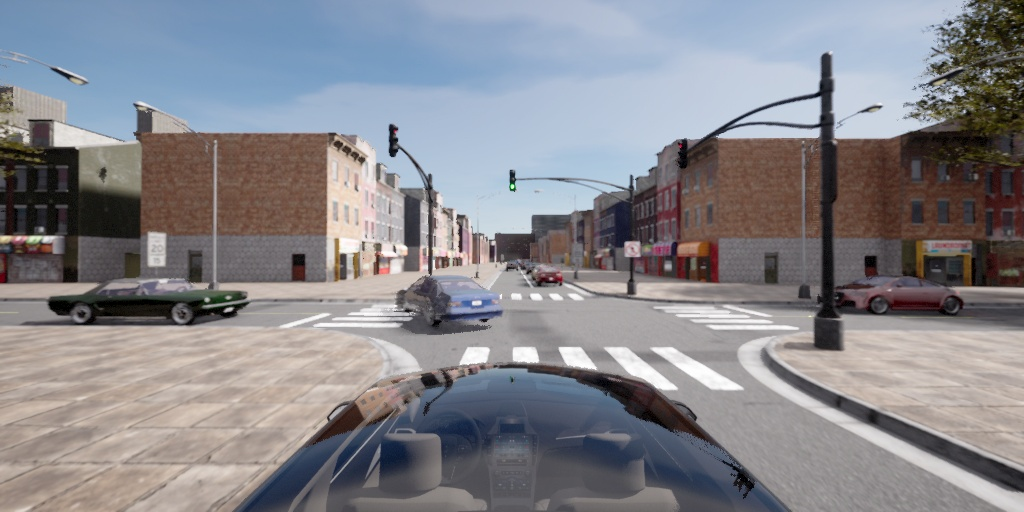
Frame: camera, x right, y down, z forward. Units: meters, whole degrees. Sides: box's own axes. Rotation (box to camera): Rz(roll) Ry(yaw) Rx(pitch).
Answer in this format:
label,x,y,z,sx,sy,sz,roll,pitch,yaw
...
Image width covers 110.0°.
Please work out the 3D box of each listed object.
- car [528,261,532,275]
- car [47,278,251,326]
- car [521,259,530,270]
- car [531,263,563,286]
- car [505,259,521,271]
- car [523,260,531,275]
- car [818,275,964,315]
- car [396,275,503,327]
label,x,y,z,sx,sy,sz,roll,pitch,yaw
car,2.636,1.430,32.072,1.751,1.417,4.829,0,0,0
car,-10.966,1.353,11.132,4.718,1.301,1.895,0,0,0
car,2.635,1.673,60.297,1.948,1.339,4.313,0,0,0
car,2.636,1.417,26.223,1.888,1.381,4.507,0,0,0
car,-0.003,1.574,55.529,1.837,1.490,4.892,0,0,0
car,2.635,1.544,43.261,1.948,1.339,4.313,0,0,0
car,14.545,1.460,13.936,4.181,1.385,1.994,0,0,0
car,-2.303,1.334,11.879,2.033,1.411,5.357,1,-1,-32
